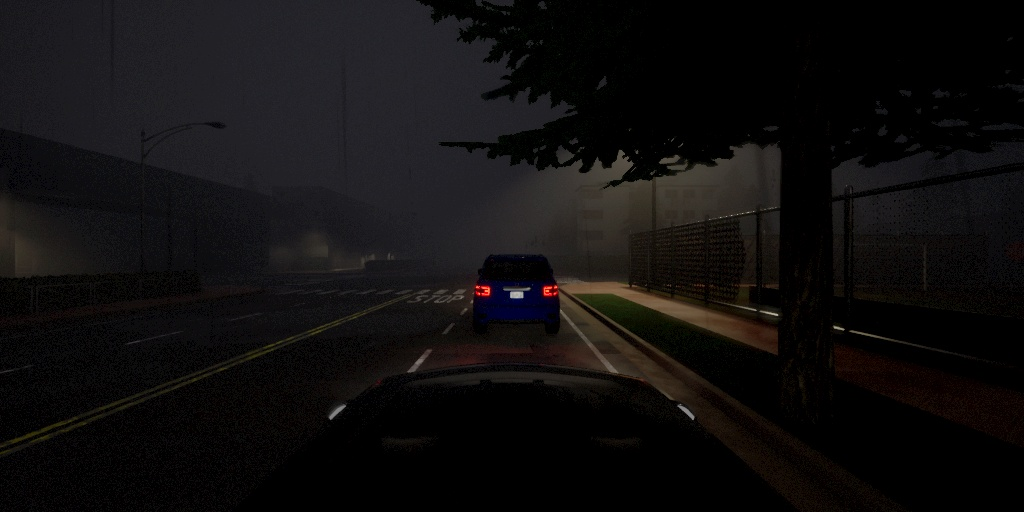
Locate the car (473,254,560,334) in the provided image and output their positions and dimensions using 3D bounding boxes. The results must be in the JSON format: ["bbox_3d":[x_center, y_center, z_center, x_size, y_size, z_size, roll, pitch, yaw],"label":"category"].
[{"bbox_3d":[0.113,0.972,10.780,2.150,2.045,5.566,0,0,0],"label":"car"}]

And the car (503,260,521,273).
[{"bbox_3d":[0.015,1.241,45.649,2.128,1.511,4.902,0,0,0],"label":"car"}]
